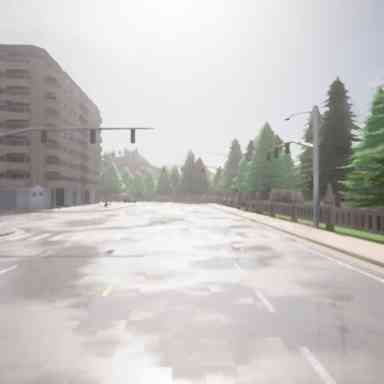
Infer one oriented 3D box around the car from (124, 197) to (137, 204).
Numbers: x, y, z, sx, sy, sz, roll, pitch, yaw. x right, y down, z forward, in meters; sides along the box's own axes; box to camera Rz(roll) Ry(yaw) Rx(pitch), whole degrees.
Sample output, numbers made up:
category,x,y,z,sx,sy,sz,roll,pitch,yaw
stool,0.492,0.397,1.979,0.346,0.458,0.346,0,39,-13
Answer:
category,x,y,z,sx,sy,sz,roll,pitch,yaw
car,-16.734,2.232,90.367,2.097,1.767,4.553,0,-1,-39
